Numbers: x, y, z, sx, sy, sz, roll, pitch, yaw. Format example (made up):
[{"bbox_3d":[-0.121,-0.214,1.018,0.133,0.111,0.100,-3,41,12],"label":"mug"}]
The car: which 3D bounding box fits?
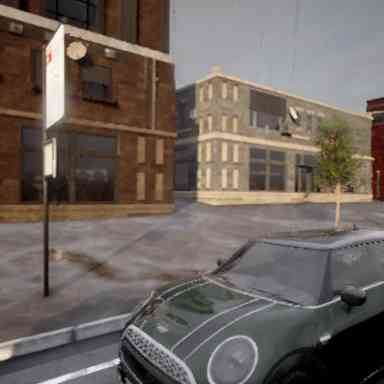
[{"bbox_3d":[1.387,1.341,4.363,4.553,1.767,2.097,0,0,-36],"label":"car"}]
